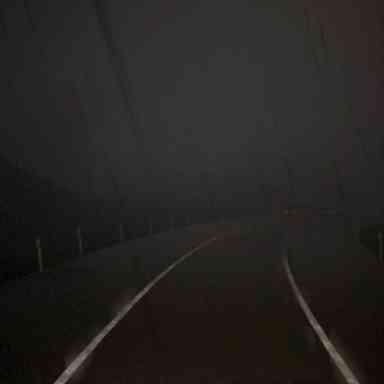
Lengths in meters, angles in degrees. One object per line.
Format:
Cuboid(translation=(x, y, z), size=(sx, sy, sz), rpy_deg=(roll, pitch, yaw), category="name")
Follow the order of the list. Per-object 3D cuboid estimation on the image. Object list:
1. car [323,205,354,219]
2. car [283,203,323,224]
Cuboid(translation=(16.609, 2.261, 37.901), size=(5.357, 1.411, 2.033), rpy_deg=(2, 2, -43), category="car")
Cuboid(translation=(9.783, 1.803, 29.578), size=(2.097, 1.767, 4.553), rpy_deg=(3, 0, 33), category="car")
